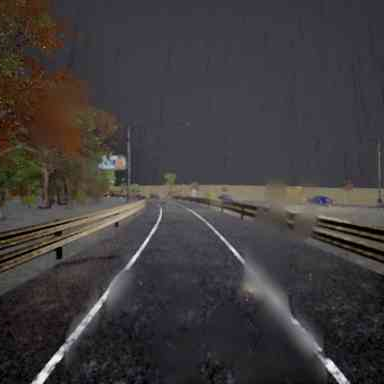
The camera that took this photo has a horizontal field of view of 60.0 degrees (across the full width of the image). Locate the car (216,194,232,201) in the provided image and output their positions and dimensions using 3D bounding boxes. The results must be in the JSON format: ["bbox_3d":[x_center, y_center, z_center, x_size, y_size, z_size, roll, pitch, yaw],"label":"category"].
[{"bbox_3d":[7.620,1.354,79.918,2.097,1.767,4.553,0,0,-25],"label":"car"}]

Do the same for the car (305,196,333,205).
[{"bbox_3d":[20.056,1.337,52.658,1.812,1.442,4.674,0,0,-25],"label":"car"}]
